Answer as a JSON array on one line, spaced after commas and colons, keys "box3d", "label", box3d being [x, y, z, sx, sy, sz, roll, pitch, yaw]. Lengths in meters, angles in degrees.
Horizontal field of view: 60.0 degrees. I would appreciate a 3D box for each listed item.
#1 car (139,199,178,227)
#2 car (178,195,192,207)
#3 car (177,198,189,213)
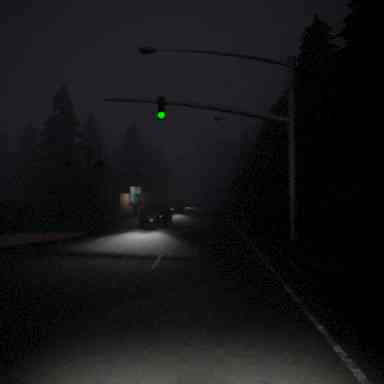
[{"box3d": [-2.427, 1.508, 23.222, 2.128, 1.511, 4.902, -1, 0, 3], "label": "car"}, {"box3d": [-1.099, 1.561, 50.792, 1.994, 1.385, 4.181, -1, 0, 3], "label": "car"}, {"box3d": [-1.801, 1.500, 36.446, 2.128, 1.511, 4.902, -1, 0, 3], "label": "car"}]
